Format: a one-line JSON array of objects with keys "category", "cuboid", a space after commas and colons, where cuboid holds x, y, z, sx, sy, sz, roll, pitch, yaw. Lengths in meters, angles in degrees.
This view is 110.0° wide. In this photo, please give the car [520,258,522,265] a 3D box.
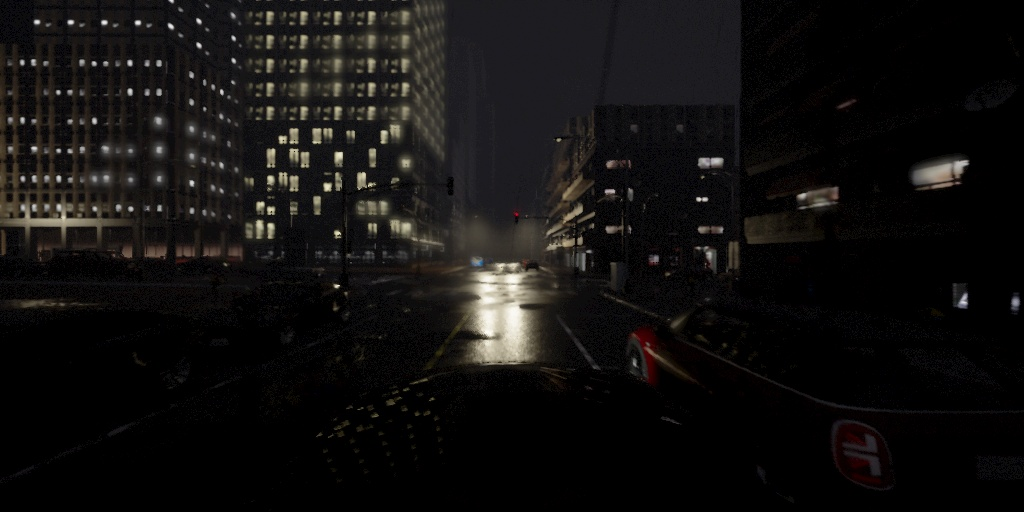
[{"category": "car", "cuboid": [2.706, 1.245, 58.771, 1.888, 1.381, 4.507, 0, 0, 0]}]

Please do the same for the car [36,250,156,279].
[{"category": "car", "cuboid": [-27.380, 0.570, 23.735, 5.009, 1.841, 2.192, 0, 0, -1]}]

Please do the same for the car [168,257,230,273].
[{"category": "car", "cuboid": [-27.481, 0.787, 32.116, 4.313, 1.339, 1.948, 0, 0, -1]}]

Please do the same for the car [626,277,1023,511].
[{"category": "car", "cuboid": [2.691, 1.187, 3.914, 1.967, 1.591, 4.097, 0, 0, 0]}]

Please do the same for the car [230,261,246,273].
[{"category": "car", "cuboid": [-22.036, 0.851, 32.264, 4.829, 1.417, 1.751, 0, 0, -1]}]

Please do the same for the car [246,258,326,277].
[{"category": "car", "cuboid": [-16.465, 1.051, 26.543, 4.718, 1.301, 1.895, 1, 0, -1]}]

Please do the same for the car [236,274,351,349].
[{"category": "car", "cuboid": [-5.688, 1.308, 9.161, 1.948, 1.339, 4.313, 0, 0, 0]}]

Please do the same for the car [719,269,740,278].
[{"category": "car", "cuboid": [21.373, 1.667, 32.655, 4.829, 1.417, 1.751, 0, 0, -1]}]

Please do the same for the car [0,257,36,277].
[{"category": "car", "cuboid": [-32.999, 0.717, 23.674, 4.313, 1.339, 1.948, 0, 0, -1]}]

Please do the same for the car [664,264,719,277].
[{"category": "car", "cuboid": [16.021, 1.477, 32.596, 4.097, 1.591, 1.967, 0, 0, -1]}]

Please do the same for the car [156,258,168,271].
[{"category": "car", "cuboid": [-33.100, 0.698, 32.054, 4.207, 1.307, 1.802, 0, 0, -1]}]

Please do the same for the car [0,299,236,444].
[{"category": "car", "cuboid": [-5.690, 1.314, 3.915, 1.948, 1.339, 4.313, 0, 0, 0]}]

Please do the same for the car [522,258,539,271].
[{"category": "car", "cuboid": [2.703, 1.273, 48.804, 1.948, 1.339, 4.313, 0, 0, 0]}]

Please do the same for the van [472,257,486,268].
[{"category": "van", "cuboid": [-5.675, 1.041, 58.772, 1.690, 1.789, 3.998, 0, 0, 0]}]
